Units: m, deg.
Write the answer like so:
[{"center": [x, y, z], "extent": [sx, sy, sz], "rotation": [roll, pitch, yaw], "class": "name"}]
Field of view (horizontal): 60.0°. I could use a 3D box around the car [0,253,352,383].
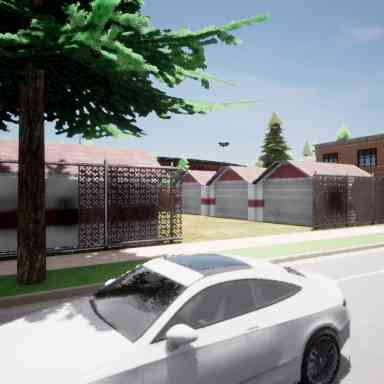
[{"center": [-0.089, 1.526, 3.833], "extent": [4.674, 1.442, 1.812], "rotation": [0, 0, -32], "class": "car"}]
